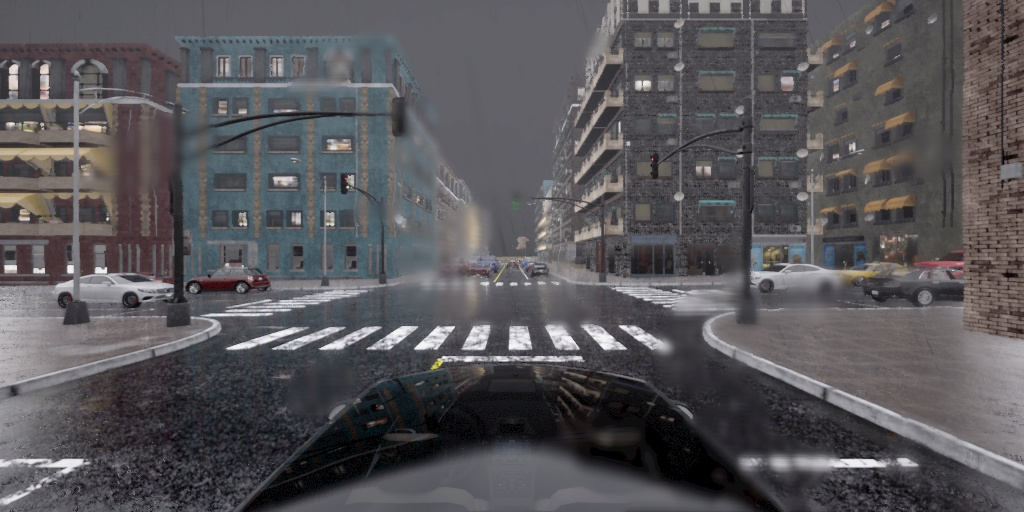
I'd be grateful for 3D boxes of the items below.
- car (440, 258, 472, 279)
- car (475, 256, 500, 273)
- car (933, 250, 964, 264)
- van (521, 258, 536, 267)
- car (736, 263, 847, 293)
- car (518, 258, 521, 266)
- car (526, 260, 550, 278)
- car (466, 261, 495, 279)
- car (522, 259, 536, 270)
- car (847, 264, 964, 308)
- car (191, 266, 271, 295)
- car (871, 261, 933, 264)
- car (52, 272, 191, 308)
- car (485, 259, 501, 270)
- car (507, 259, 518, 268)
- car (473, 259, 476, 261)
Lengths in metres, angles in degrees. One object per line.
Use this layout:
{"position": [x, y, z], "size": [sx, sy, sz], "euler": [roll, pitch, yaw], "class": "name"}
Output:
{"position": [-5.312, 1.078, 33.514], "size": [2.192, 1.841, 5.009], "euler": [0, 0, 0], "class": "car"}
{"position": [-2.844, 0.986, 43.284], "size": [2.150, 2.045, 5.566], "euler": [0, 0, 0], "class": "car"}
{"position": [24.217, 0.665, 18.569], "size": [5.566, 2.045, 2.150], "euler": [-1, 0, 1], "class": "car"}
{"position": [2.571, 1.106, 50.170], "size": [1.690, 1.789, 3.998], "euler": [0, 0, 0], "class": "van"}
{"position": [14.265, 1.093, 18.647], "size": [4.674, 1.442, 1.812], "euler": [-1, 0, 2], "class": "car"}
{"position": [2.572, 1.205, 61.274], "size": [1.967, 1.591, 4.097], "euler": [0, 0, 0], "class": "car"}
{"position": [2.569, 1.329, 33.514], "size": [1.948, 1.339, 4.313], "euler": [0, 0, 0], "class": "car"}
{"position": [-2.846, 1.364, 33.307], "size": [1.895, 1.301, 4.718], "euler": [0, 0, 0], "class": "car"}
{"position": [2.570, 1.347, 44.618], "size": [1.802, 1.307, 4.207], "euler": [0, 0, 0], "class": "car"}
{"position": [15.604, 1.089, 13.221], "size": [4.403, 1.370, 2.007], "euler": [0, 0, 0], "class": "car"}
{"position": [-16.903, 1.399, 21.364], "size": [4.097, 1.591, 1.967], "euler": [0, 0, 0], "class": "car"}
{"position": [21.136, 1.011, 21.059], "size": [4.829, 1.417, 1.751], "euler": [0, 0, 0], "class": "car"}
{"position": [-17.499, 1.480, 15.936], "size": [4.674, 1.442, 1.812], "euler": [-1, 0, 2], "class": "car"}
{"position": [-2.832, 1.256, 53.708], "size": [2.128, 1.511, 4.902], "euler": [0, 0, 0], "class": "car"}
{"position": [0.120, 1.290, 61.491], "size": [1.812, 1.442, 4.674], "euler": [0, 0, 0], "class": "car"}
{"position": [-5.311, 1.309, 39.066], "size": [1.888, 1.381, 4.507], "euler": [0, 0, 0], "class": "car"}
